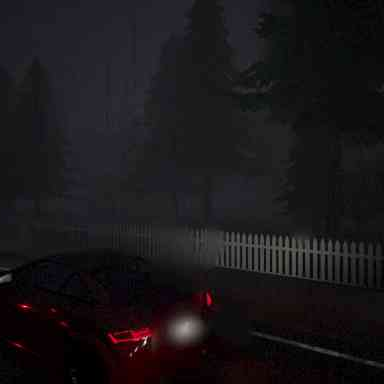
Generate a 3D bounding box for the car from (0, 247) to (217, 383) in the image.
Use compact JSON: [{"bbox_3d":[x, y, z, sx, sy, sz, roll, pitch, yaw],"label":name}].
[{"bbox_3d":[-1.727,1.564,5.008,4.181,1.385,1.994,0,0,35],"label":"car"}]
